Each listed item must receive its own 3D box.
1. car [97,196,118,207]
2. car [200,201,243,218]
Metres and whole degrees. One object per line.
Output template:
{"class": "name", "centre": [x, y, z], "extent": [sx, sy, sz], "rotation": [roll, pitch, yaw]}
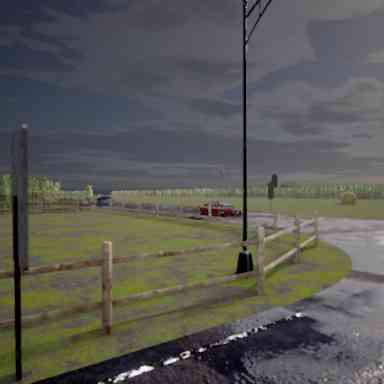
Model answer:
{"class": "car", "centre": [-12.688, 1.367, 49.570], "extent": [1.812, 1.442, 4.674], "rotation": [-1, 0, -35]}
{"class": "car", "centre": [2.465, 1.473, 28.227], "extent": [1.994, 1.385, 4.181], "rotation": [-1, 1, -35]}
